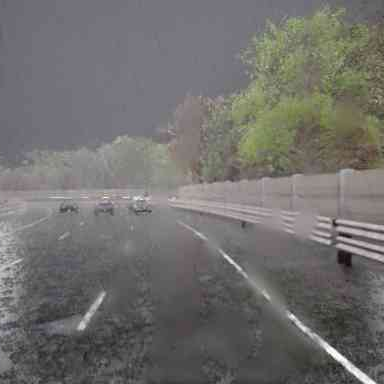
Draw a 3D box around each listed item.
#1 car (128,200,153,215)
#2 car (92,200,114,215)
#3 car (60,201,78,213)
[{"bbox_3d":[-5.474,1.586,34.824,2.033,1.411,5.357,-1,0,-19],"label":"car"},{"bbox_3d":[-9.401,1.573,35.119,2.128,1.511,4.902,-1,0,-18],"label":"car"},{"bbox_3d":[-14.691,1.738,39.625,1.895,1.301,4.718,-1,0,-22],"label":"car"}]
